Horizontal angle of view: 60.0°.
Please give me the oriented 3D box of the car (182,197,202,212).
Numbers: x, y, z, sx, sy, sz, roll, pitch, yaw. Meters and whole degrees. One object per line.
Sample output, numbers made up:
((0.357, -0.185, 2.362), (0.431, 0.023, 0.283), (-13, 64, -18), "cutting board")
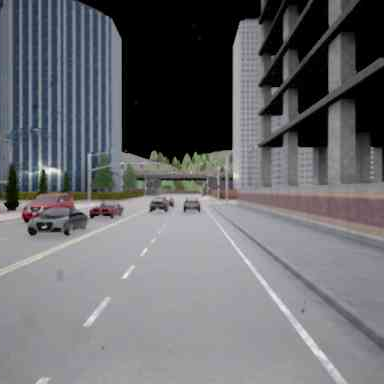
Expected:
((-0.003, 1.355, 35.994), (2.128, 1.511, 4.902), (0, 0, 0), "car")

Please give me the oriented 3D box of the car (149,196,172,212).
((-3.504, 1.368, 35.941), (1.837, 1.490, 4.892), (0, 0, 0), "car")

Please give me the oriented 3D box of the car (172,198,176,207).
((-3.486, 1.345, 47.320), (1.812, 1.442, 4.674), (0, 0, 0), "car")

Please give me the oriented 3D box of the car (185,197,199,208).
((0.012, 1.423, 46.930), (1.895, 1.301, 4.718), (0, 0, 0), "car")

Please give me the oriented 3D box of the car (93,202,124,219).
((-7.087, 1.493, 28.027), (1.895, 1.301, 4.718), (0, 0, 0), "car")

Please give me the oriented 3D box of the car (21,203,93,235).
((-7.101, 1.494, 17.987), (1.994, 1.385, 4.181), (0, 0, 0), "car")

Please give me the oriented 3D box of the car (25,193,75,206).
((-10.599, 1.124, 25.107), (2.150, 2.045, 5.566), (0, 0, 0), "car")
